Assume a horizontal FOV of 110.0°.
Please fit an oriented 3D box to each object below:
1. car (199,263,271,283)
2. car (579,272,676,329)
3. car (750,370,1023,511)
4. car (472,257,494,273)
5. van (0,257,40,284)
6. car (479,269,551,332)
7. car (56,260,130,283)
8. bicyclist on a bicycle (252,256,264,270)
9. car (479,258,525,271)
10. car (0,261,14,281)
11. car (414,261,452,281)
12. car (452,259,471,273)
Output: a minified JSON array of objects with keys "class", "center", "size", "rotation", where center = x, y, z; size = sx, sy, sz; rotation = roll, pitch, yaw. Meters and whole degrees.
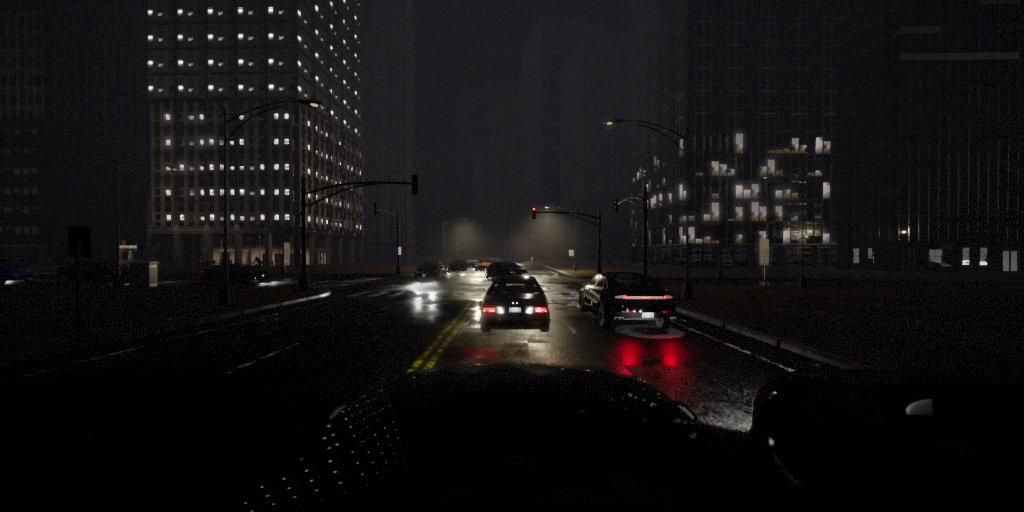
[{"class":"car","center":[-19.986,1.227,25.964],"size":[4.181,1.385,1.994],"rotation":[0,0,1]},{"class":"car","center":[3.347,1.238,11.230],"size":[2.128,1.511,4.902],"rotation":[0,0,0]},{"class":"car","center":[3.351,1.314,1.825],"size":[1.994,1.385,4.181],"rotation":[0,0,0]},{"class":"car","center":[-3.339,1.067,43.813],"size":[2.097,1.767,4.553],"rotation":[0,0,0]},{"class":"van","center":[-33.932,0.959,23.729],"size":[3.998,1.789,1.690],"rotation":[0,0,1]},{"class":"car","center":[0.100,1.294,10.813],"size":[2.033,1.411,5.357],"rotation":[0,0,1]},{"class":"car","center":[-30.078,1.093,26.217],"size":[5.008,1.535,1.882],"rotation":[0,0,2]},{"class":"bicyclist on a bicycle","center":[-24.701,0.867,34.818],"size":[0.582,1.620,1.656],"rotation":[0,1,1]},{"class":"car","center":[-0.547,1.227,30.192],"size":[1.837,1.490,4.892],"rotation":[-2,1,-33]},{"class":"car","center":[-40.320,1.092,26.491],"size":[4.674,1.442,1.812],"rotation":[0,0,1]},{"class":"car","center":[-6.592,1.184,29.333],"size":[2.128,1.511,4.902],"rotation":[0,1,0]},{"class":"car","center":[-6.593,1.192,44.144],"size":[1.882,1.535,5.008],"rotation":[0,0,0]}]
